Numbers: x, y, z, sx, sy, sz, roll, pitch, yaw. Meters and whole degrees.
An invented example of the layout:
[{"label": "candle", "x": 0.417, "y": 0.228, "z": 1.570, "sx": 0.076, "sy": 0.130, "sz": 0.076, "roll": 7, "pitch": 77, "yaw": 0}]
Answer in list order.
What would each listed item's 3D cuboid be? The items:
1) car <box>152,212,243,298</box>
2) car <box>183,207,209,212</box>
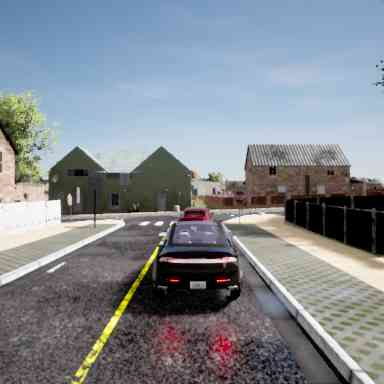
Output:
[{"label": "car", "x": 0.118, "y": 1.492, "z": 8.524, "sx": 2.128, "sy": 1.511, "sz": 4.902, "roll": 0, "pitch": 0, "yaw": 0}, {"label": "car", "x": 0.230, "y": 1.528, "z": 18.244, "sx": 1.812, "sy": 1.442, "sz": 4.674, "roll": 0, "pitch": 0, "yaw": 3}]
